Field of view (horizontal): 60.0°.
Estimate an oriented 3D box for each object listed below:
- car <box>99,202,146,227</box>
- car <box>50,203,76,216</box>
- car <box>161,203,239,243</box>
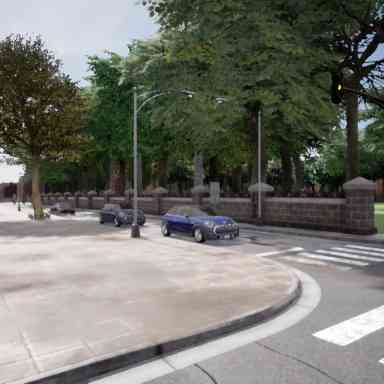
[{"bbox_3d":[-5.266,1.569,24.850,2.097,1.767,4.553,0,0,-36],"label":"car"},{"bbox_3d":[-15.076,1.955,38.627,2.033,1.411,5.357,0,-1,-35],"label":"car"},{"bbox_3d":[0.307,1.477,17.047,2.097,1.767,4.553,0,0,-35],"label":"car"}]
